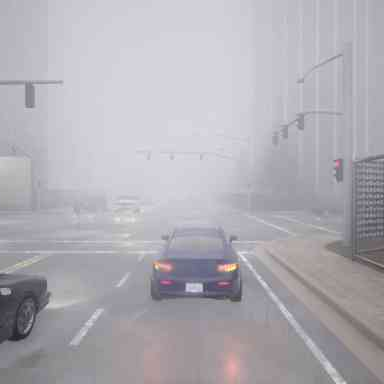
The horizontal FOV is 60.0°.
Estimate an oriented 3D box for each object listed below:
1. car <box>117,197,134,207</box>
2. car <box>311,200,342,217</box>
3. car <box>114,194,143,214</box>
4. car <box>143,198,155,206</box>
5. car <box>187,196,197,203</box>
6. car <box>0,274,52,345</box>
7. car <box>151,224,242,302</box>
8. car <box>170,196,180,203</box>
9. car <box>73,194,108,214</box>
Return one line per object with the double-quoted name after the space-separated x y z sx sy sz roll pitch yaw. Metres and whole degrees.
-10.574 1.526 53.123 1.812 1.442 4.674 0 0 0 "car"
13.275 1.422 29.741 5.008 1.535 1.882 0 0 0 "car"
-6.852 1.218 35.633 2.150 2.045 5.566 0 0 -4 "car"
-7.073 1.601 53.732 1.895 1.301 4.718 0 0 0 "car"
0.020 1.547 66.914 2.033 1.411 5.357 0 0 0 "car"
-3.443 1.547 3.464 2.033 1.411 5.357 0 0 1 "car"
0.160 1.526 8.182 1.812 1.442 4.674 0 0 3 "car"
-3.480 1.547 66.915 2.033 1.411 5.357 0 0 0 "car"
-10.956 1.221 36.390 2.150 2.045 5.566 0 0 5 "car"
